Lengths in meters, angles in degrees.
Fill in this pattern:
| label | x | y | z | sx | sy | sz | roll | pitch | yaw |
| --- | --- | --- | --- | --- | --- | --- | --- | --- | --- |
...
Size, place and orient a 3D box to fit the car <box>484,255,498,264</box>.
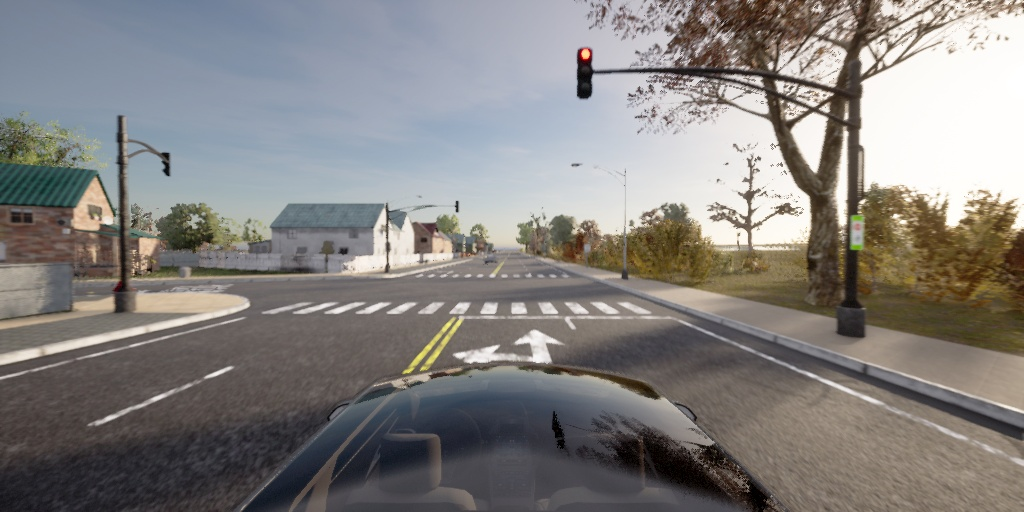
| label | x | y | z | sx | sy | sz | roll | pitch | yaw |
| --- | --- | --- | --- | --- | --- | --- | --- | --- | --- |
| car | -3.250 | 0.604 | 55.827 | 1.994 | 1.385 | 4.181 | 0 | 1 | 0 |
